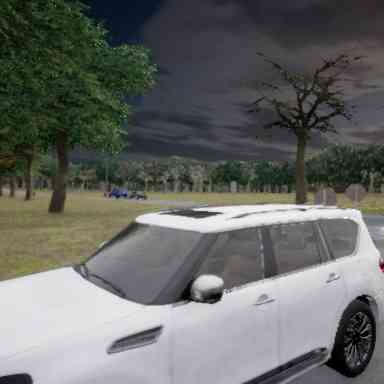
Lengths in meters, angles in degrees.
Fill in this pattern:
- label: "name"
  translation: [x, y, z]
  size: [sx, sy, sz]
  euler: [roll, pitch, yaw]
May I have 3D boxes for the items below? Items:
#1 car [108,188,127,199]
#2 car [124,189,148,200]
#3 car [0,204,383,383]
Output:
- label: "car"
  translation: [-13.972, 0.254, 63.149]
  size: [2.150, 2.045, 5.566]
  euler: [2, -1, -36]
- label: "car"
  translation: [-9.269, 0.570, 56.671]
  size: [1.837, 1.490, 4.892]
  euler: [2, -1, -35]
- label: "car"
  translation: [0.157, 1.213, 3.982]
  size: [5.566, 2.045, 2.150]
  euler: [0, 0, -35]
